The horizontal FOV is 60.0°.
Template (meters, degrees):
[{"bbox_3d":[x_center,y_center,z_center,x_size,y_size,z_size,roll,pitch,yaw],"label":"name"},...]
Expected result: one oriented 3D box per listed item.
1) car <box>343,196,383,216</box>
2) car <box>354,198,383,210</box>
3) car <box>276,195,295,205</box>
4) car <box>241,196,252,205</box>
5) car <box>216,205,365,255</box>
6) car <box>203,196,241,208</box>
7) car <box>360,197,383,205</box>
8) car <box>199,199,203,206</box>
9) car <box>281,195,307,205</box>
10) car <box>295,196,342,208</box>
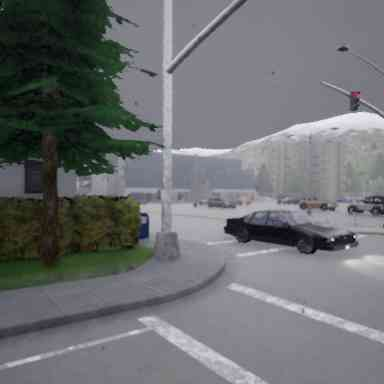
[{"bbox_3d":[17.403,1.316,32.571,1.905,1.878,3.866,1,0,-36],"label":"car"},{"bbox_3d":[25.980,1.651,47.585,2.007,1.523,4.514,1,0,-36],"label":"car"},{"bbox_3d":[18.212,1.454,64.294,1.905,1.878,3.866,1,0,-36],"label":"car"},{"bbox_3d":[7.837,1.438,56.808,2.152,1.636,5.027,1,0,-36],"label":"car"},{"bbox_3d":[3.557,1.432,13.111,2.033,1.411,5.357,0,0,-37],"label":"car"},{"bbox_3d":[3.976,1.510,44.930,2.007,1.523,4.514,1,0,-36],"label":"car"},{"bbox_3d":[37.401,1.896,69.329,1.970,1.475,3.806,1,0,-36],"label":"car"},{"bbox_3d":[2.822,1.470,52.790,1.970,1.475,3.806,1,0,-36],"label":"car"},{"bbox_3d":[20.327,1.496,66.329,1.932,1.855,4.605,1,0,-36],"label":"car"},{"bbox_3d":[15.464,1.360,40.874,1.932,1.855,4.605,1,0,-36],"label":"car"}]
